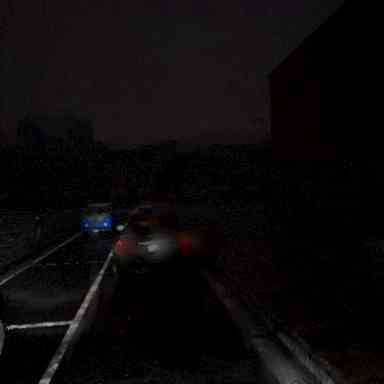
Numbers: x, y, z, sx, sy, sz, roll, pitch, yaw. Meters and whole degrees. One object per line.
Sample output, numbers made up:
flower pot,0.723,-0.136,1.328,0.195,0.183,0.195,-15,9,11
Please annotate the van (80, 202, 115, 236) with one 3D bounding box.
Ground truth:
van,-5.332,1.509,19.386,1.690,1.788,3.998,-2,0,-8

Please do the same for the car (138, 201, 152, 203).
car,-2.887,1.582,21.665,1.882,1.535,5.008,-2,0,-8

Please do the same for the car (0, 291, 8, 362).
car,-3.259,1.569,2.662,1.882,1.535,5.008,-2,0,-8

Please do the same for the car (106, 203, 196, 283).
car,-1.210,1.395,10.160,2.097,1.767,4.553,-2,0,-8
